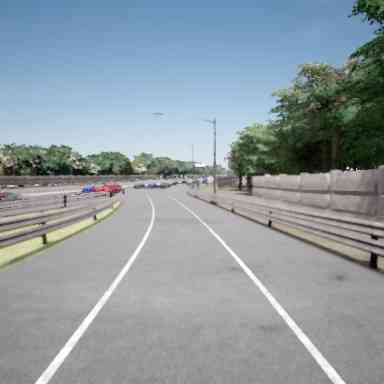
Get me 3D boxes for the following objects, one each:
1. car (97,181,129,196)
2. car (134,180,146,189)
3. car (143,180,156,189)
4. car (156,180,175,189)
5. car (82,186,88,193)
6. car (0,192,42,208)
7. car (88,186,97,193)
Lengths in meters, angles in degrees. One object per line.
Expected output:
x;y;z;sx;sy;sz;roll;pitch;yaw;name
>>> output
-13.488;-0.438;57.107;2.150;2.045;5.566;0;3;14;car
-13.452;-1.609;85.982;1.994;1.385;4.181;0;3;14;car
-10.062;-1.613;85.114;1.812;1.442;4.674;0;3;14;car
-6.678;-1.756;84.214;2.097;1.767;4.553;0;3;14;car
-19.043;-0.487;63.726;1.882;1.535;5.008;0;3;14;car
-18.662;0.958;36.519;2.128;1.511;4.902;0;3;14;car
-16.268;-0.331;60.406;1.882;1.535;5.008;0;3;14;car
